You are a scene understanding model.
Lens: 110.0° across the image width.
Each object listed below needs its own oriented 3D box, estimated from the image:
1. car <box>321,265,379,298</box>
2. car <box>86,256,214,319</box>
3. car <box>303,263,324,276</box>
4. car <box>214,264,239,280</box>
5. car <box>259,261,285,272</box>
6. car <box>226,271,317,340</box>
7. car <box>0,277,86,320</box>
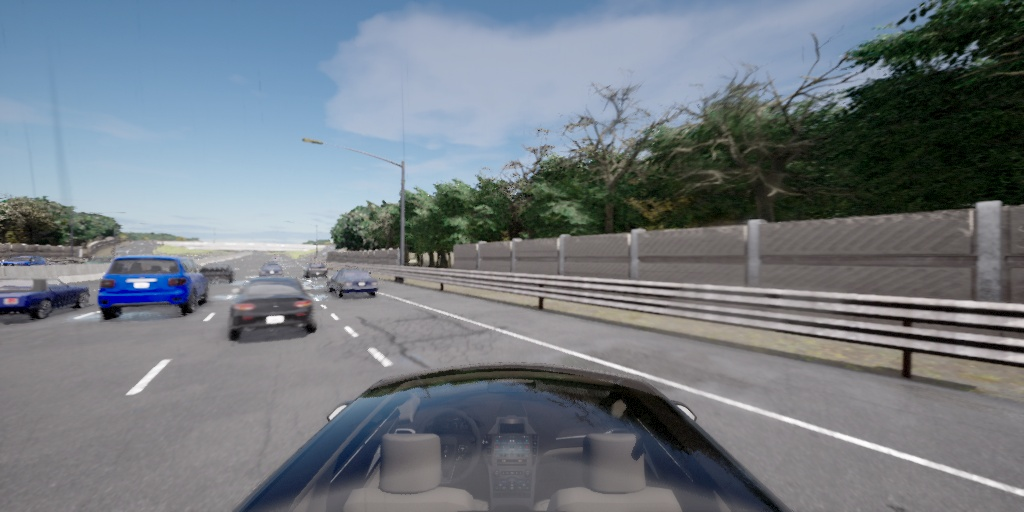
[{"bbox_3d":[-8.833,1.431,19.721,2.033,1.411,5.357,1,-1,-35],"label":"car"},{"bbox_3d":[-12.977,1.014,13.337,2.150,2.045,5.566,1,-1,-34],"label":"car"},{"bbox_3d":[-19.532,1.466,35.660,2.128,1.511,4.902,1,-1,-34],"label":"car"},{"bbox_3d":[-23.235,1.384,28.604,1.837,1.490,4.892,1,-1,-34],"label":"car"},{"bbox_3d":[-22.032,1.477,32.916,2.033,1.411,5.357,1,-1,-34],"label":"car"},{"bbox_3d":[-6.802,1.325,10.263,1.812,1.442,4.674,1,-1,-34],"label":"car"},{"bbox_3d":[-16.265,1.359,11.946,1.895,1.301,4.718,1,-1,-34],"label":"car"}]
